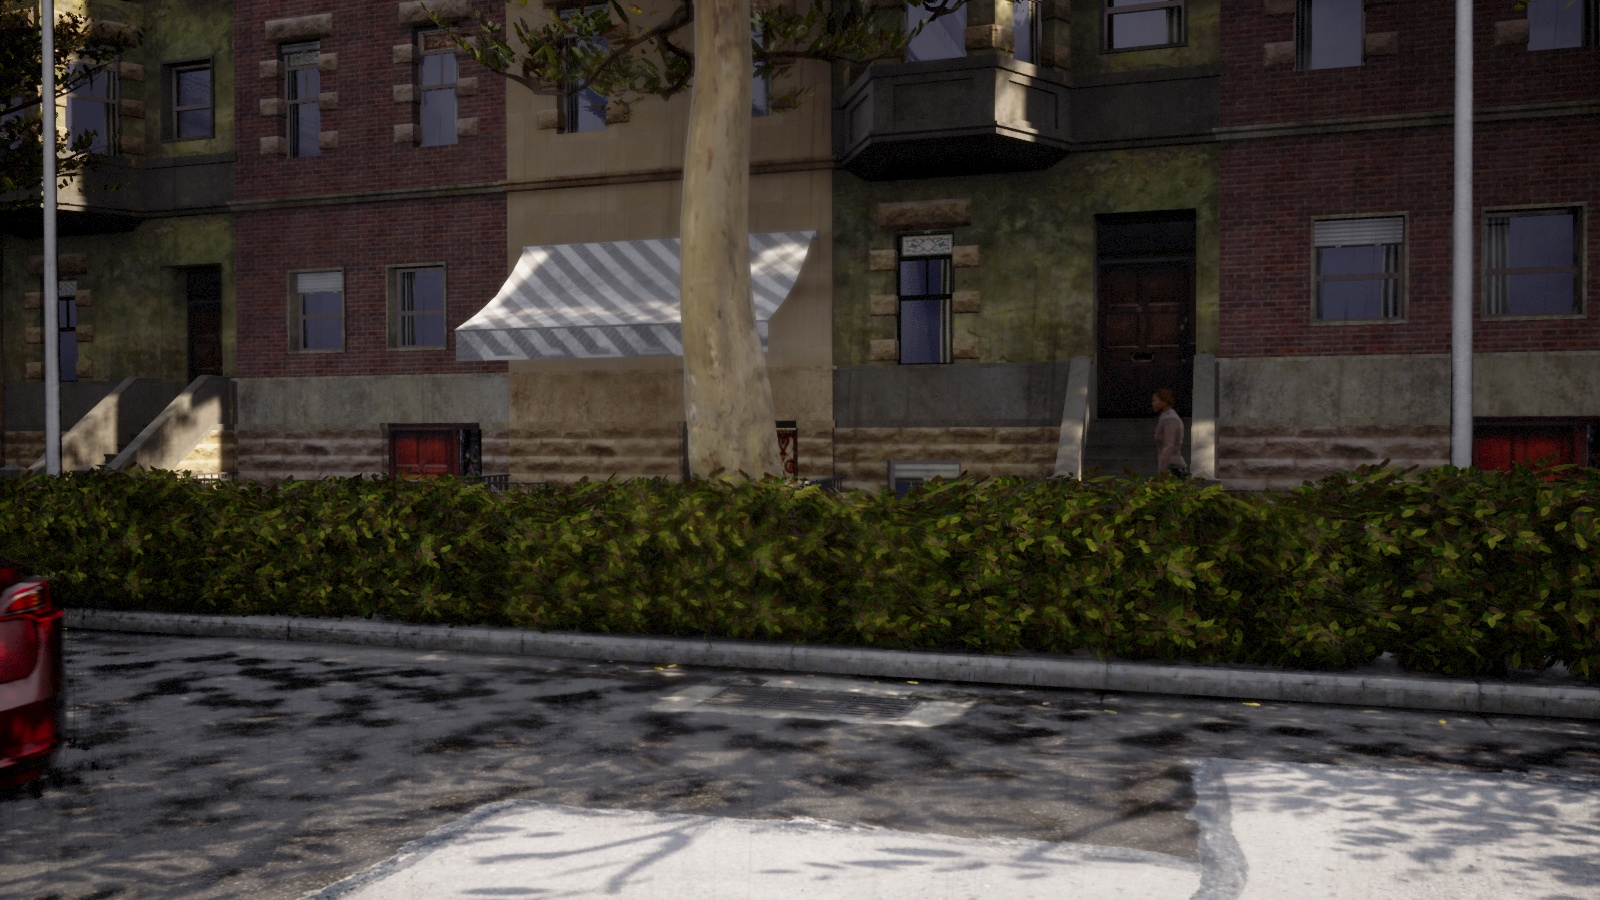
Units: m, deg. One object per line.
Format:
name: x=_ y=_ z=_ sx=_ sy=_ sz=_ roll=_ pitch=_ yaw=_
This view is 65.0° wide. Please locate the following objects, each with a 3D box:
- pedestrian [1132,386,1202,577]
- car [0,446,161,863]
pedestrian: x=3.628 y=0.298 z=12.405 sx=0.634 sy=1.846 sz=0.331 roll=1 pitch=1 yaw=19
car: x=-5.262 y=0.728 z=4.920 sx=4.792 sy=1.488 sz=2.163 roll=1 pitch=1 yaw=18
